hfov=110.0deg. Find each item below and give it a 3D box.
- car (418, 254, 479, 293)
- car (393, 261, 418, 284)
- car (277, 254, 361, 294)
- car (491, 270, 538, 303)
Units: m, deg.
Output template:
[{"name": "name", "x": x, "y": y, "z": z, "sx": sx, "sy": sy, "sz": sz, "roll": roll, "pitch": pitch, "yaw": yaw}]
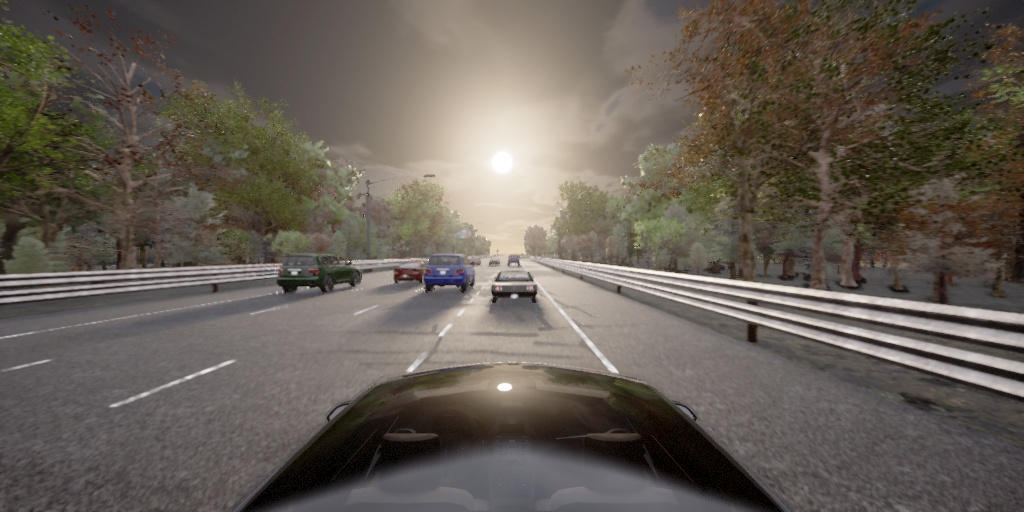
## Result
[{"name": "car", "x": -3.395, "y": 0.886, "z": 20.322, "sx": 2.150, "sy": 2.045, "sz": 5.566, "roll": 0, "pitch": 0, "yaw": 0}, {"name": "car", "x": -6.883, "y": 1.117, "z": 25.582, "sx": 1.882, "sy": 1.535, "sz": 5.008, "roll": 0, "pitch": 0, "yaw": 0}, {"name": "car", "x": -10.393, "y": 0.889, "z": 19.821, "sx": 2.150, "sy": 2.045, "sz": 5.566, "roll": 0, "pitch": 0, "yaw": 0}, {"name": "car", "x": 0.097, "y": 1.283, "z": 16.243, "sx": 1.895, "sy": 1.301, "sz": 4.718, "roll": 0, "pitch": 0, "yaw": 0}]
